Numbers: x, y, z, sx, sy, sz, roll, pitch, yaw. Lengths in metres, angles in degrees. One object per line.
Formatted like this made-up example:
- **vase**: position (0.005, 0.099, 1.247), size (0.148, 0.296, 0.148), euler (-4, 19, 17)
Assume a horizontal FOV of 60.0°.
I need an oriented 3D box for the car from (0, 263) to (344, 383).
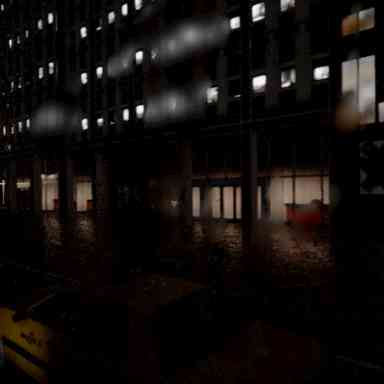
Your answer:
- **car**: position (-0.910, 1.518, 3.874), size (4.829, 1.417, 1.752), euler (-1, 1, 39)
